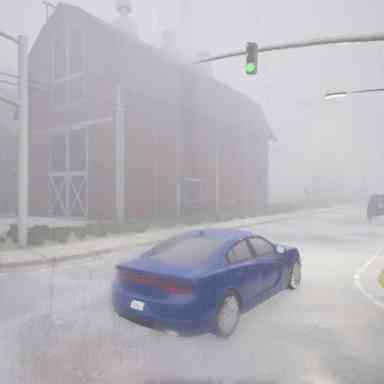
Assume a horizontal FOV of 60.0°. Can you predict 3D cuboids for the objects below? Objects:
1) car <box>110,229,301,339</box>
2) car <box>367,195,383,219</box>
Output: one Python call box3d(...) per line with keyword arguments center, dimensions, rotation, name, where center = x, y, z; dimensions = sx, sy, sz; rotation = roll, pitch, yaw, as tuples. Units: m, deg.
box3d(center=(0.667, 1.499, 6.828), dimensions=(1.882, 1.535, 5.008), rotation=(0, 0, 36), name="car")
box3d(center=(16.494, 1.269, 28.399), dimensions=(2.150, 2.045, 5.566), rotation=(0, 0, 36), name="car")
